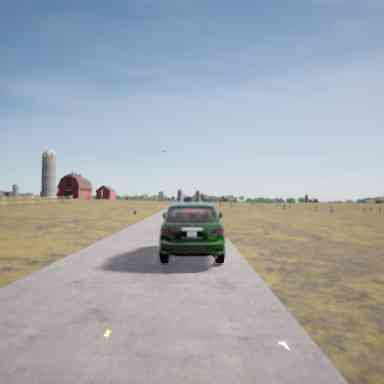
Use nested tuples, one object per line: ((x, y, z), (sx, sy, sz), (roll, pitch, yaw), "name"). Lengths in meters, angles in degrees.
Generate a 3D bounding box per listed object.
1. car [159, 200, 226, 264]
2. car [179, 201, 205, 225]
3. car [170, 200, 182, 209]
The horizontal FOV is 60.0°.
((0.011, 1.375, 12.606), (2.150, 2.045, 5.566), (0, 0, 0), "car")
((0.024, 1.711, 28.472), (2.097, 1.767, 4.553), (0, -1, 0), "car")
((-2.776, 2.253, 59.839), (1.882, 1.535, 5.008), (0, -1, 0), "car")
